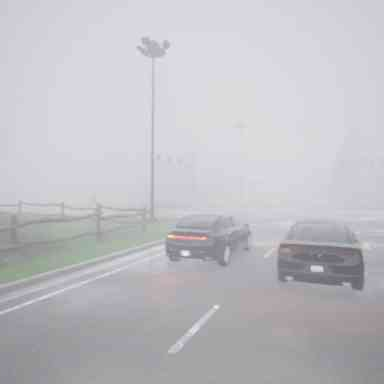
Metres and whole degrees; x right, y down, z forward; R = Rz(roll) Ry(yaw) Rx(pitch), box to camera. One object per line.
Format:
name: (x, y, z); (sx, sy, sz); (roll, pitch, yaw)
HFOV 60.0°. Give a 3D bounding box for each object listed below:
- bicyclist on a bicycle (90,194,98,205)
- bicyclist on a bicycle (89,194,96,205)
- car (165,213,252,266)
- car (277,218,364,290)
bicyclist on a bicycle: (-14.047, 1.077, 48.404); (0.582, 1.620, 1.656); (0, 0, 2)
bicyclist on a bicycle: (-14.492, 1.074, 48.419); (0.582, 1.620, 1.656); (0, 0, 2)
car: (0.768, 1.480, 11.597); (1.837, 1.490, 4.892); (0, 0, 23)
car: (3.614, 1.478, 9.326); (1.882, 1.535, 5.008); (0, 0, 23)
